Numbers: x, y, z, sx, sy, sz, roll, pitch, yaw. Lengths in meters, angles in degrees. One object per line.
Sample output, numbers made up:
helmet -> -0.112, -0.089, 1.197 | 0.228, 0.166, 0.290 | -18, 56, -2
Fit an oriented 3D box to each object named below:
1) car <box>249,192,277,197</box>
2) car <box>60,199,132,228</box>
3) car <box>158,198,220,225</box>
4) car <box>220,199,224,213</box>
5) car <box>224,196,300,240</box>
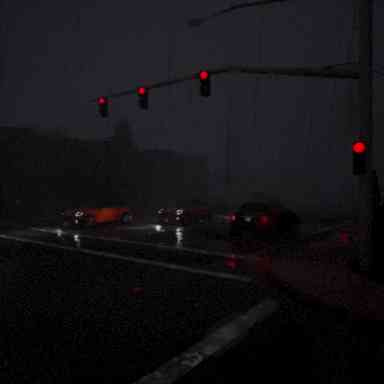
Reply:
car -> 6.698, 1.081, 32.733 | 2.150, 2.045, 5.566 | 0, 1, 37
car -> -6.086, 1.265, 21.328 | 2.097, 1.767, 4.553 | 0, 0, 36
car -> -0.324, 1.255, 23.250 | 2.097, 1.767, 4.553 | 0, 0, 36
car -> 1.732, 1.355, 31.922 | 2.128, 1.511, 4.902 | 0, 1, 37
car -> 3.820, 1.280, 16.909 | 2.097, 1.767, 4.553 | 0, 0, 37
